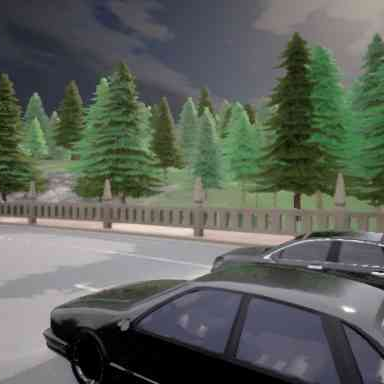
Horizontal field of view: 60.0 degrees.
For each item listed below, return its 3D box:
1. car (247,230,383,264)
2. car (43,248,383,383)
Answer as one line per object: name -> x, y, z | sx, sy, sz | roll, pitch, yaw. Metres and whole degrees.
car -> 2.659, 1.501, 6.388 | 4.892, 1.490, 1.837 | 0, 0, 35
car -> 0.692, 1.545, 3.493 | 5.357, 1.411, 2.033 | 0, 0, 35
